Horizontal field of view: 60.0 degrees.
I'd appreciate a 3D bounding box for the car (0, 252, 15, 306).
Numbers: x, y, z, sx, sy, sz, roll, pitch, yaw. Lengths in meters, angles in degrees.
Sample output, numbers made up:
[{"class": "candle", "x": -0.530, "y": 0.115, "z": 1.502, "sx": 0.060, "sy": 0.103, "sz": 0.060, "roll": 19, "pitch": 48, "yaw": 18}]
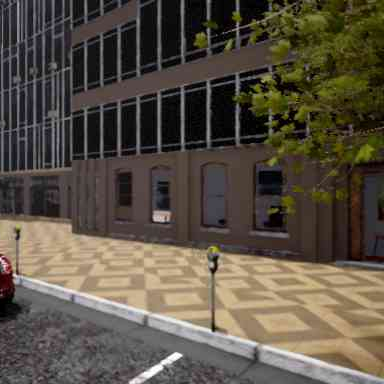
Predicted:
[{"class": "car", "x": -5.415, "y": 1.429, "z": 6.728, "sx": 4.097, "sy": 1.590, "sz": 1.967, "roll": 0, "pitch": 0, "yaw": 35}]
